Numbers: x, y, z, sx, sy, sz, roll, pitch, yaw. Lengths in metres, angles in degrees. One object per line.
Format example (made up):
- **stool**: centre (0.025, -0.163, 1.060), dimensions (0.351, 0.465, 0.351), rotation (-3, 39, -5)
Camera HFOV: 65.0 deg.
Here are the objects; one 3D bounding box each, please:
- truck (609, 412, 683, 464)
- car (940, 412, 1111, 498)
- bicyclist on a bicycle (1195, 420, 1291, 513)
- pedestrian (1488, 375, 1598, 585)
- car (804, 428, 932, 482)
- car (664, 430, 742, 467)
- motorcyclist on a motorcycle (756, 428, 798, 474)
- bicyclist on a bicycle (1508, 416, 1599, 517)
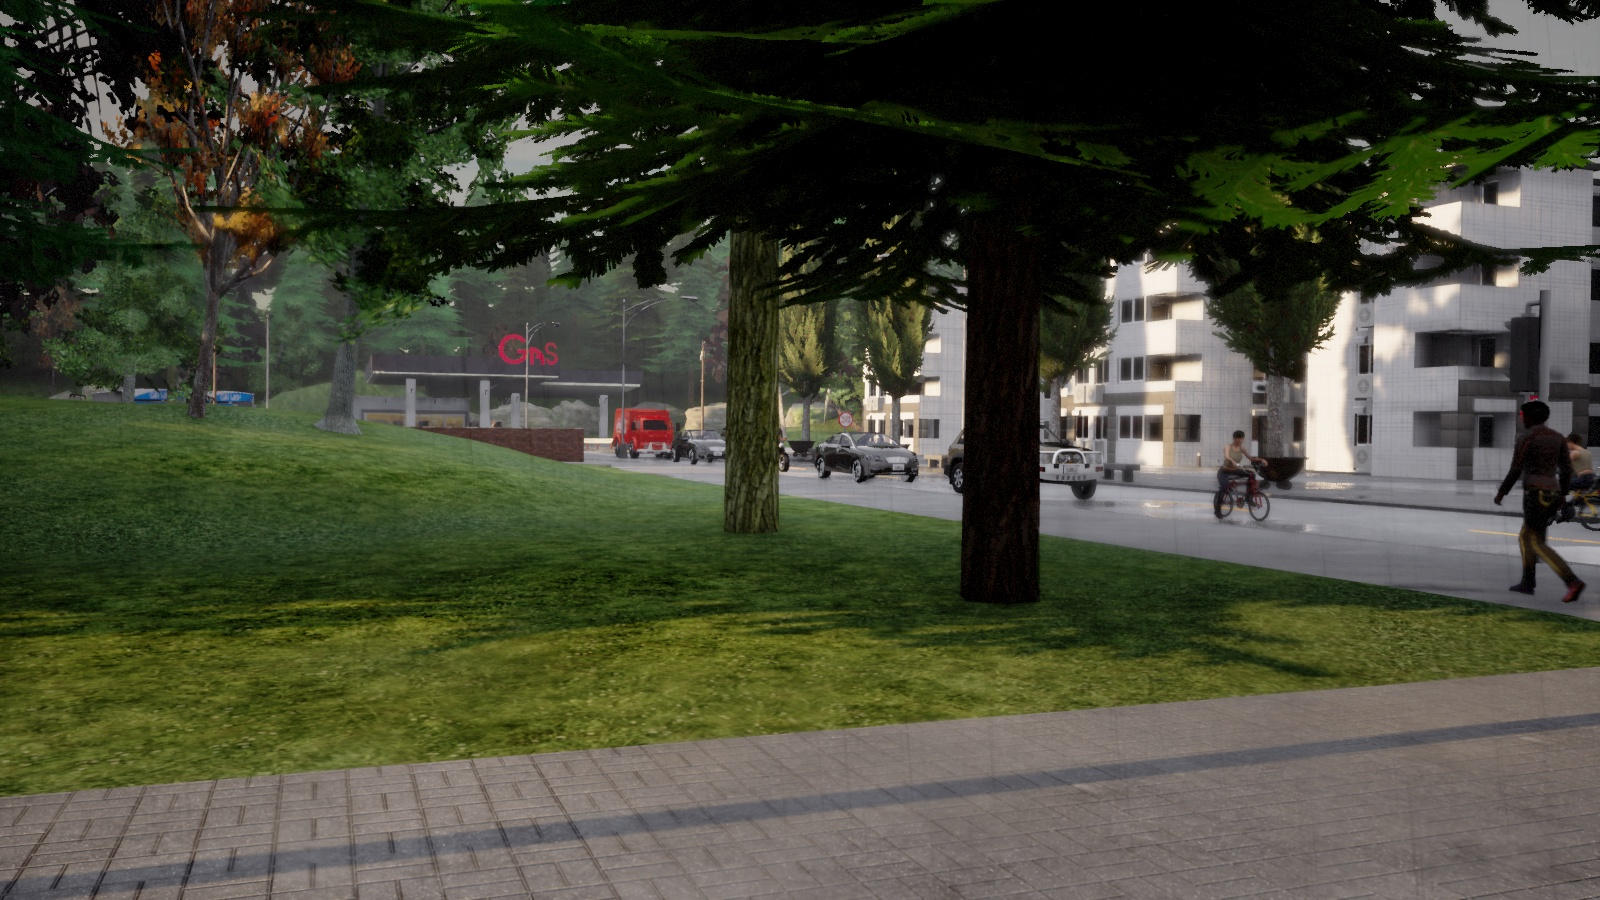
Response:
- **truck**: centre (-8.036, -0.692, 65.050), dimensions (2.627, 2.467, 5.204), rotation (-1, 3, -20)
- **car**: centre (5.250, 0.071, 29.922), dimensions (1.932, 1.855, 4.605), rotation (-1, 1, -21)
- **bicyclist on a bicycle**: centre (8.000, 0.278, 22.736), dimensions (0.866, 1.612, 1.509), rotation (-1, 1, -20)
- **pedestrian**: centre (6.633, 0.253, 11.236), dimensions (0.328, 1.805, 0.869), rotation (-1, 1, -14)
- **car**: centre (1.986, 0.106, 38.546), dimensions (2.128, 1.511, 4.902), rotation (-1, 1, -21)
- **car**: centre (-4.336, -0.097, 55.233), dimensions (2.128, 1.511, 4.902), rotation (-1, 1, -21)
- **motorcyclist on a motorcycle**: centre (-0.862, 0.008, 46.063), dimensions (0.766, 1.649, 2.350), rotation (-1, 1, -21)
- **bicyclist on a bicycle**: centre (12.884, 0.252, 21.106), dimensions (0.866, 1.612, 1.509), rotation (-1, 1, -21)
